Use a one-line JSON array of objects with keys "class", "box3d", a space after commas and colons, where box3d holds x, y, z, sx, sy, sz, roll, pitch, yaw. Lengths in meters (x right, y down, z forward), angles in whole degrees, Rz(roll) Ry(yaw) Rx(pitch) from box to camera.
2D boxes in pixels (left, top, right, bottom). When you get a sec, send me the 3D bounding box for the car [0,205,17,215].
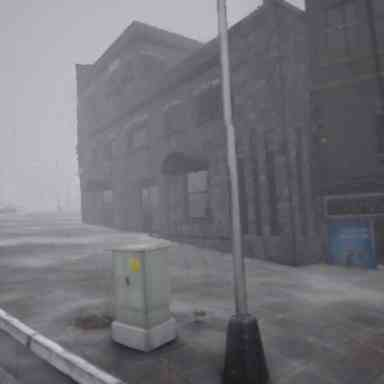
[{"class": "car", "box3d": [-27.385, 2.592, 48.540, 1.812, 1.442, 4.674, -3, -1, 1]}]
